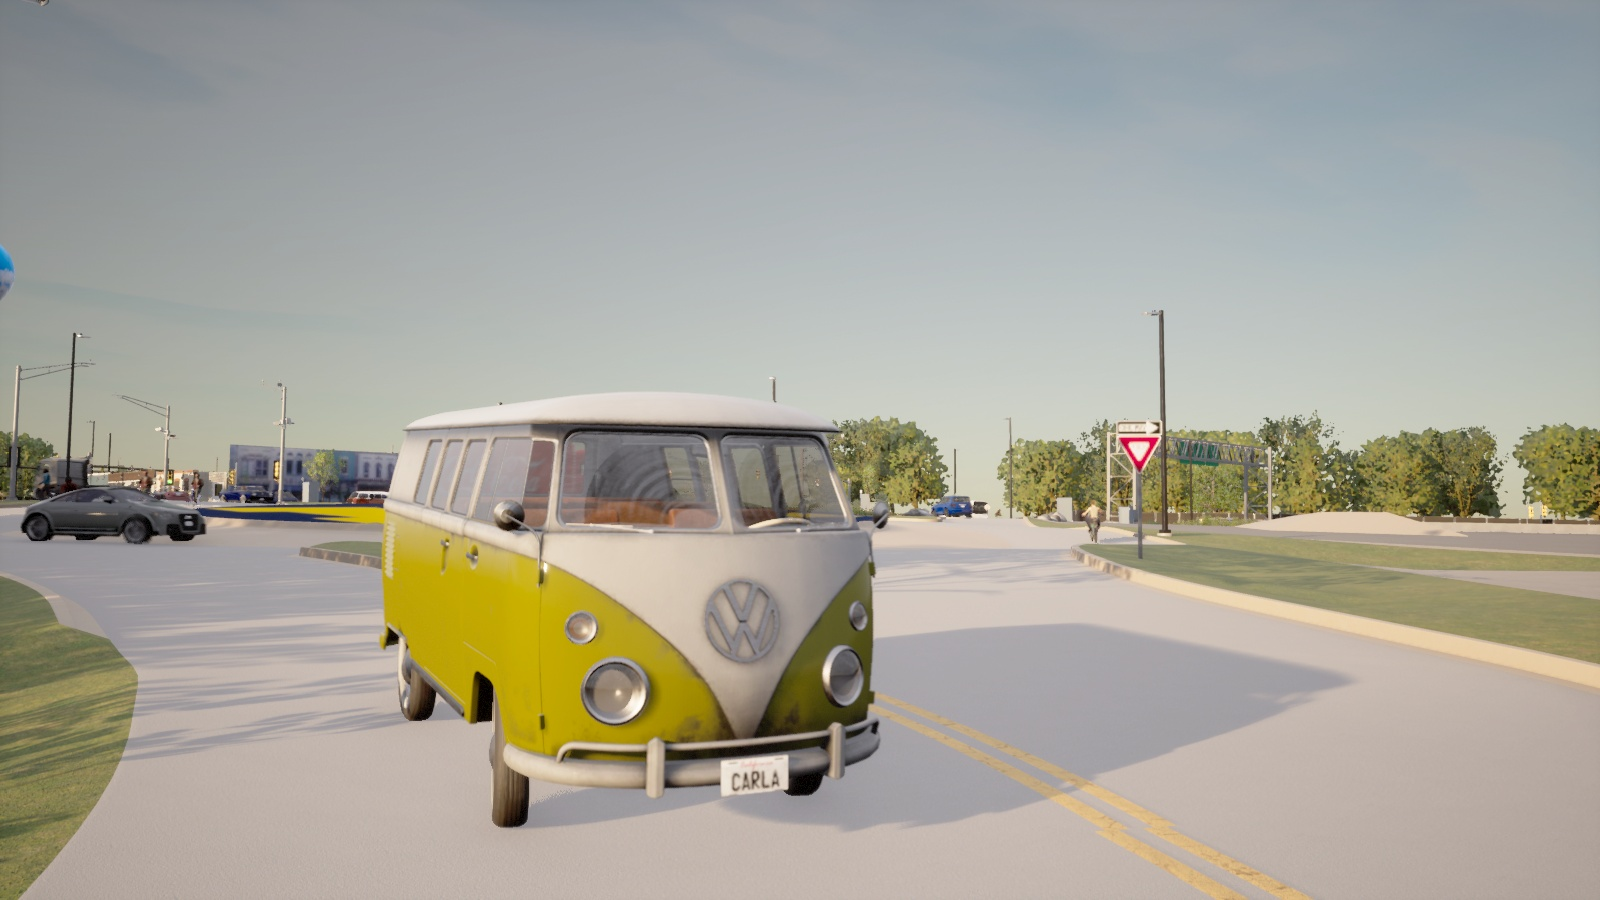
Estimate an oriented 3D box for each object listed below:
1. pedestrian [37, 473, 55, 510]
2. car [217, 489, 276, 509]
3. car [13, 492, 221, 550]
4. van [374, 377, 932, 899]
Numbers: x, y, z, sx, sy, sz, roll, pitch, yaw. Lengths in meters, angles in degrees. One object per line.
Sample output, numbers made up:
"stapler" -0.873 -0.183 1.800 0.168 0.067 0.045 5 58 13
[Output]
"pedestrian" -39.378 2.160 65.569 0.692 1.930 0.396 1 -5 -19
"car" -38.604 3.452 87.542 4.718 1.301 1.895 -2 -5 40
"car" -17.180 1.784 31.702 4.181 1.385 1.994 0 -3 7
"van" -1.195 0.726 7.173 1.775 1.987 4.442 1 0 -26
